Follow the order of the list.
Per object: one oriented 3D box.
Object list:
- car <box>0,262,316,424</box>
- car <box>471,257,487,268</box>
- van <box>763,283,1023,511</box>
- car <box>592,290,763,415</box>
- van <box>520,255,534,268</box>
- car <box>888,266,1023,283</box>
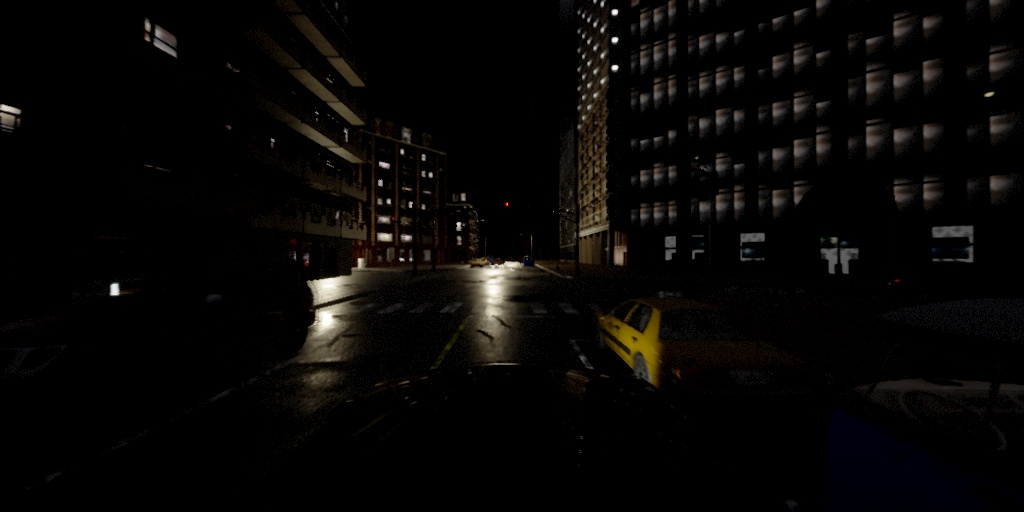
[{"bbox_3d":[-5.317,1.043,5.958,2.192,1.841,5.009,0,0,0],"label":"car"},{"bbox_3d":[-5.334,1.063,54.787,1.751,1.417,4.829,0,0,0],"label":"car"},{"bbox_3d":[2.566,1.098,0.431,1.690,1.789,3.998,0,0,0],"label":"van"},{"bbox_3d":[2.563,1.255,6.137,1.751,1.417,4.829,0,0,0],"label":"car"},{"bbox_3d":[2.546,0.879,54.960,1.690,1.789,3.998,0,0,0],"label":"van"},{"bbox_3d":[16.814,1.077,13.206,4.181,1.385,1.994,0,0,41],"label":"car"}]
